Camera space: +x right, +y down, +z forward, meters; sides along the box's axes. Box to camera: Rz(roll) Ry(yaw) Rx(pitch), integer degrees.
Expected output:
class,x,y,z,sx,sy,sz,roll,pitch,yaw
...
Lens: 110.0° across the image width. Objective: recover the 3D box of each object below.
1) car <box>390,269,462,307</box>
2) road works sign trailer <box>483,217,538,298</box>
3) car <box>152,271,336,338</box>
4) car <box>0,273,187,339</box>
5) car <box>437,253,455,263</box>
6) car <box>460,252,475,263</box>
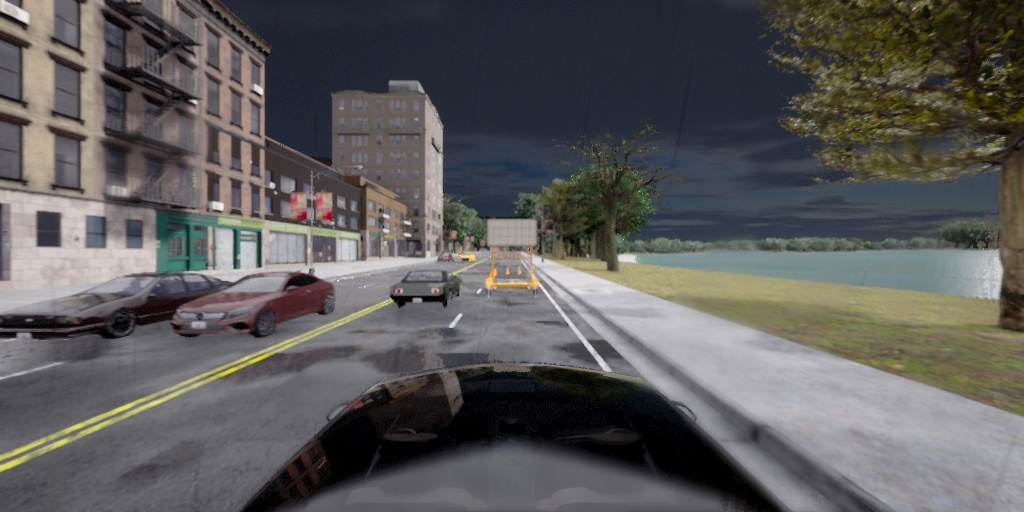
class,x,y,z,sx,sy,sz,roll,pitch,yaw
car,-3.148,1.160,14.190,1.895,1.301,4.718,0,1,0
road works sign trailer,0.002,-0.026,16.782,2.380,3.560,2.880,0,0,0
car,-6.598,1.162,9.876,1.812,1.442,4.674,0,1,0
car,-9.849,1.183,9.899,2.033,1.411,5.357,0,1,0
car,-9.797,0.232,53.065,1.812,1.442,4.674,0,1,0
car,-6.550,0.181,53.171,1.882,1.535,5.008,0,1,0
